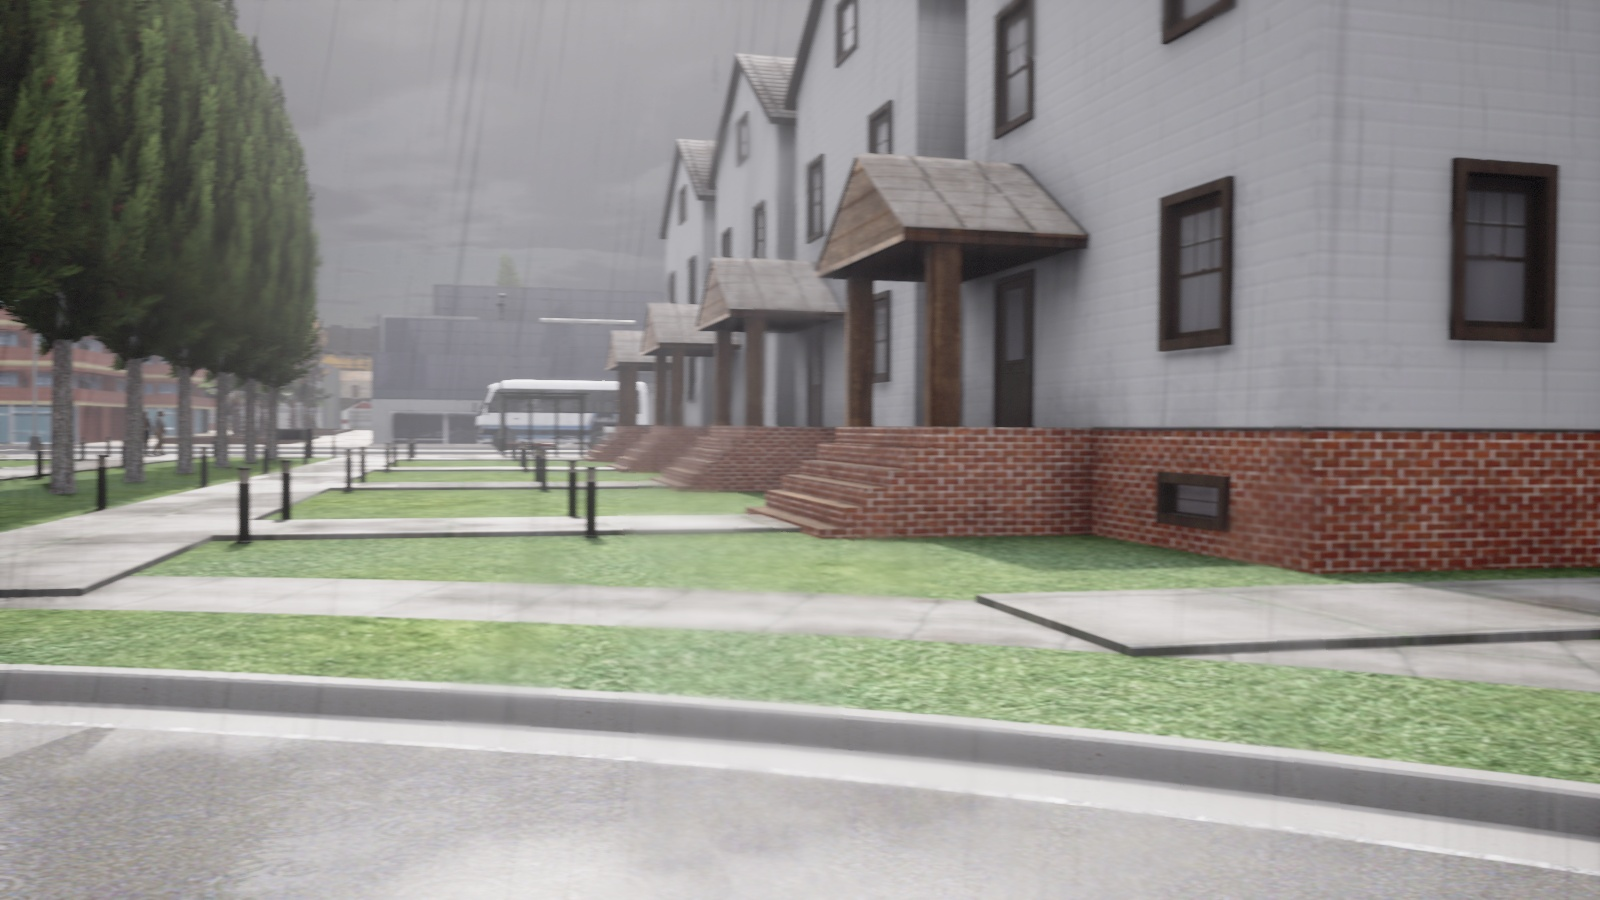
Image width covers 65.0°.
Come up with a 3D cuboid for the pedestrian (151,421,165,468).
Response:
[{"bbox_3d":[-25.571,-0.217,50.037,0.331,1.846,0.634,-1,1,-40],"label":"pedestrian"}]

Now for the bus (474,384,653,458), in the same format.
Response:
[{"bbox_3d":[-14.247,-1.782,75.484,10.273,4.253,3.944,-1,1,-14],"label":"bus"}]

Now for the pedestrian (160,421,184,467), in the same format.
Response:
[{"bbox_3d":[-24.974,-0.243,49.955,0.694,1.848,0.540,-2,1,-43],"label":"pedestrian"}]
